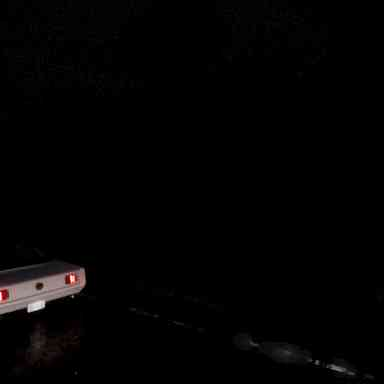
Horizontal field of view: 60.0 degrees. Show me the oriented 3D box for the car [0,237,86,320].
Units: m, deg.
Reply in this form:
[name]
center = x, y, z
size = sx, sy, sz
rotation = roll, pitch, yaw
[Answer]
[car]
center = -4.380, 1.600, 6.803
size = 4.718, 1.301, 1.895
rotation = 0, 0, 36
